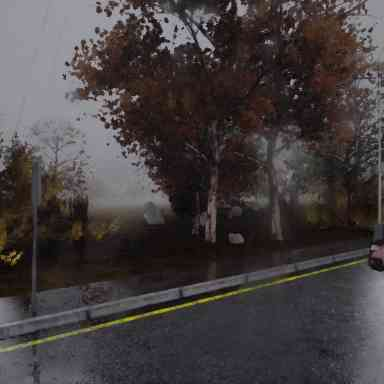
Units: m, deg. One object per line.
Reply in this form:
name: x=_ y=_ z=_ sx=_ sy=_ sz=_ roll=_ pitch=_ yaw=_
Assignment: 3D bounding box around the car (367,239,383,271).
car: x=6.872 y=1.567 z=9.566 sx=4.181 sy=1.385 sz=1.994 roll=0 pitch=0 yaw=-37
